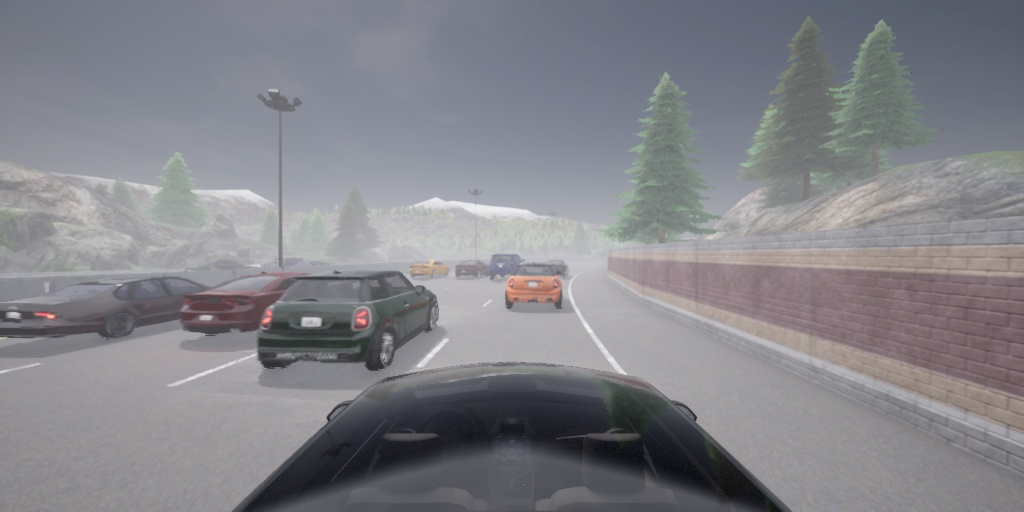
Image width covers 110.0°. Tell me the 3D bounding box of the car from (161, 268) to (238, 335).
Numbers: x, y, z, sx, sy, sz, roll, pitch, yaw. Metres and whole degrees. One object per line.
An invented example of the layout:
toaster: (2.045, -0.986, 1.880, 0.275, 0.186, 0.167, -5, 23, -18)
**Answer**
car: (-6.481, 1.179, 10.255, 1.882, 1.535, 5.008, 0, 0, 4)

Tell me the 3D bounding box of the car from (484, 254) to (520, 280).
car: (-0.268, 0.825, 29.097, 2.150, 2.045, 5.566, 0, 0, 12)

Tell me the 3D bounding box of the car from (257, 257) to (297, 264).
car: (-21.032, 0.924, 33.042, 2.097, 1.767, 4.553, 0, 0, 12)

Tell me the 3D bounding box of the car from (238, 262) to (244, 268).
car: (-24.057, 1.083, 35.712, 1.812, 1.442, 4.674, 0, 0, 13)

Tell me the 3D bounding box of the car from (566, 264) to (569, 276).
car: (3.953, 1.069, 31.746, 1.882, 1.535, 5.008, 0, 0, 14)

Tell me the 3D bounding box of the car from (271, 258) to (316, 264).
car: (-17.844, 1.130, 31.520, 2.033, 1.411, 5.357, 0, 0, 12)

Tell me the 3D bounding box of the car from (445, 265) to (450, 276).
car: (-6.990, 1.068, 30.971, 1.882, 1.535, 5.008, 0, 0, 12)

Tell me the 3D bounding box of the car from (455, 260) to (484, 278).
car: (-3.344, 1.068, 31.242, 1.882, 1.535, 5.008, 0, 0, 12)

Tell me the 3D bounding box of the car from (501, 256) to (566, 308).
car: (0.984, 1.032, 14.887, 2.097, 1.767, 4.553, 0, 0, 6)

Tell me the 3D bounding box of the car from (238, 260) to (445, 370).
car: (-3.116, 1.067, 7.871, 2.097, 1.767, 4.553, 0, 0, 3)

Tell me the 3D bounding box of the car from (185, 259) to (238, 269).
car: (-27.997, 1.070, 33.963, 1.837, 1.490, 4.892, 0, 0, 12)

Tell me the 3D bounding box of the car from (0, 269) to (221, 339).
car: (-10.053, 1.249, 9.863, 2.033, 1.411, 5.357, 0, 0, 4)
